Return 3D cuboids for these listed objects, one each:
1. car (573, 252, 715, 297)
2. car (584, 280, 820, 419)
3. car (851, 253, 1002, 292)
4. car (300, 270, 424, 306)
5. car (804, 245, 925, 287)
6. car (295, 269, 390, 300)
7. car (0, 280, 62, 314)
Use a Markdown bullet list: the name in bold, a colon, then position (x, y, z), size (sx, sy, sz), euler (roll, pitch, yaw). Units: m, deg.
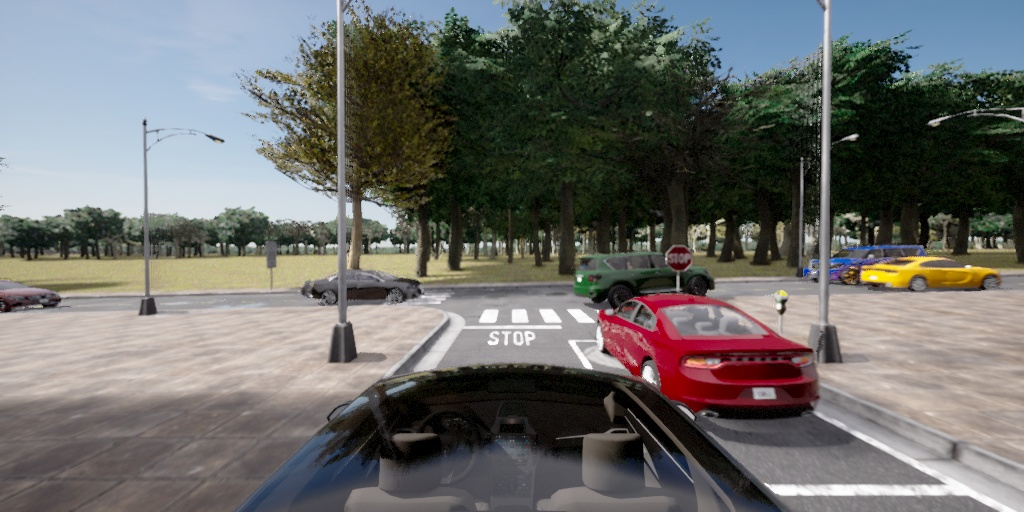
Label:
- **car**: position (5.222, 0.861, 14.425), size (5.566, 2.045, 2.150), euler (-3, -1, -13)
- **car**: position (2.642, 1.297, 5.964), size (1.888, 1.381, 4.507), euler (0, 0, 0)
- **car**: position (19.071, 0.787, 16.428), size (5.008, 1.535, 1.882), euler (-1, 1, 1)
- **car**: position (-6.549, 1.396, 16.418), size (4.902, 1.511, 2.128), euler (-1, 1, 0)
- **car**: position (19.069, 0.485, 19.323), size (5.566, 2.045, 2.150), euler (-1, 1, 0)
- **car**: position (-9.018, 1.482, 19.372), size (4.181, 1.385, 1.994), euler (-1, 1, 0)
- **car**: position (-23.795, 1.852, 16.447), size (4.674, 1.442, 1.812), euler (-1, 1, 0)
